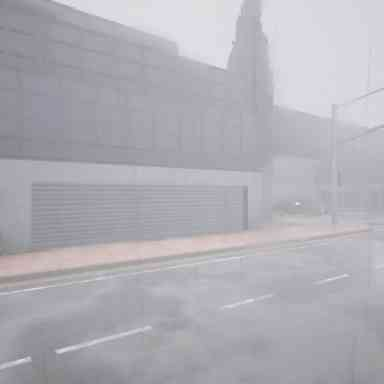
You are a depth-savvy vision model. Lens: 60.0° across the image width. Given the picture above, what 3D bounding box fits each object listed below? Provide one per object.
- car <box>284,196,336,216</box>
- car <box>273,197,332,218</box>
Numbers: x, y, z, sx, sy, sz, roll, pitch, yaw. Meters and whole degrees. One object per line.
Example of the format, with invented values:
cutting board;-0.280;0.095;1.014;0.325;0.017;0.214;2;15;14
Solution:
car;11.793;1.352;33.417;2.097;1.767;4.553;0;0;-37
car;9.703;1.491;30.360;2.128;1.511;4.902;0;0;-37
